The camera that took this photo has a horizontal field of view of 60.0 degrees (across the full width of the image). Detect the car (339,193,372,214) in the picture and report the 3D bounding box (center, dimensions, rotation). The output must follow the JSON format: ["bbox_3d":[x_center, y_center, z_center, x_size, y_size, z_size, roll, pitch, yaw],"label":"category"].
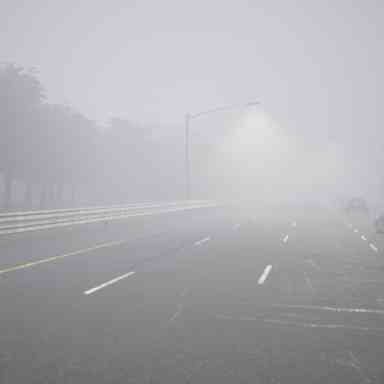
[{"bbox_3d":[16.929,1.313,34.608,2.097,1.767,4.553,0,0,20],"label":"car"}]

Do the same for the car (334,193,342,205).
[{"bbox_3d":[25.340,1.161,56.176,2.150,2.045,5.566,0,0,26],"label":"car"}]

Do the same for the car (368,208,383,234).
[{"bbox_3d":[10.067,1.528,15.838,2.033,1.411,5.357,0,0,20],"label":"car"}]
